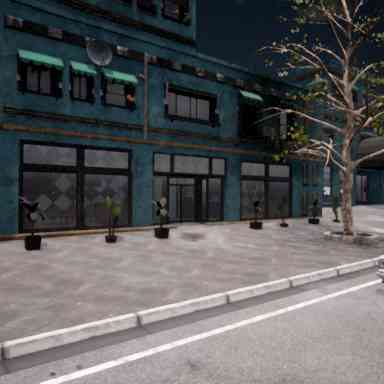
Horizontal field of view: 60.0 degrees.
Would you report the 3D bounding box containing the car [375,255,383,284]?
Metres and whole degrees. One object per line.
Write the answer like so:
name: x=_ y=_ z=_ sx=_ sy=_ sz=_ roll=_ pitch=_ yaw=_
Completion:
car: x=6.349 y=1.618 z=7.867 sx=4.718 sy=1.301 sz=1.895 roll=0 pitch=0 yaw=-35
